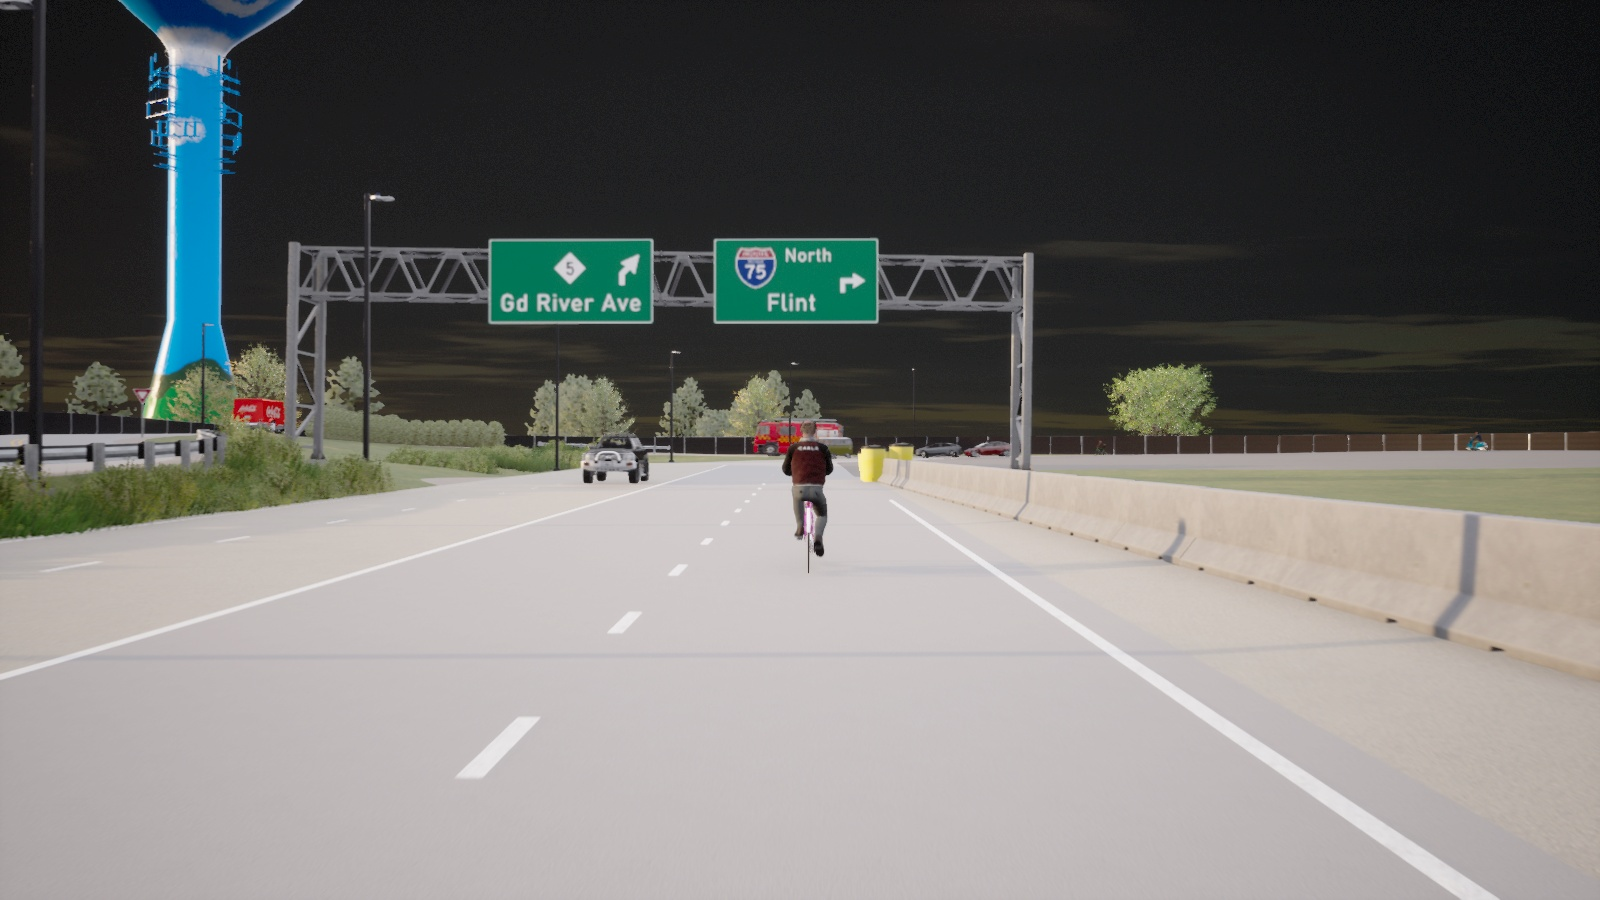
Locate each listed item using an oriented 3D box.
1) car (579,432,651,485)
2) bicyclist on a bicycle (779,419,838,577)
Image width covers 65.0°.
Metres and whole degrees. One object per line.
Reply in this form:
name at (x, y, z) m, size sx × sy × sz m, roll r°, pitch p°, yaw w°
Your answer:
car at (-6.718, 0.273, 45.950) m, size 1.932 × 1.855 × 4.605 m, roll 0°, pitch 0°, yaw 0°
bicyclist on a bicycle at (0.101, 0.533, 14.997) m, size 0.659 × 1.776 × 1.843 m, roll 0°, pitch 1°, yaw 0°
